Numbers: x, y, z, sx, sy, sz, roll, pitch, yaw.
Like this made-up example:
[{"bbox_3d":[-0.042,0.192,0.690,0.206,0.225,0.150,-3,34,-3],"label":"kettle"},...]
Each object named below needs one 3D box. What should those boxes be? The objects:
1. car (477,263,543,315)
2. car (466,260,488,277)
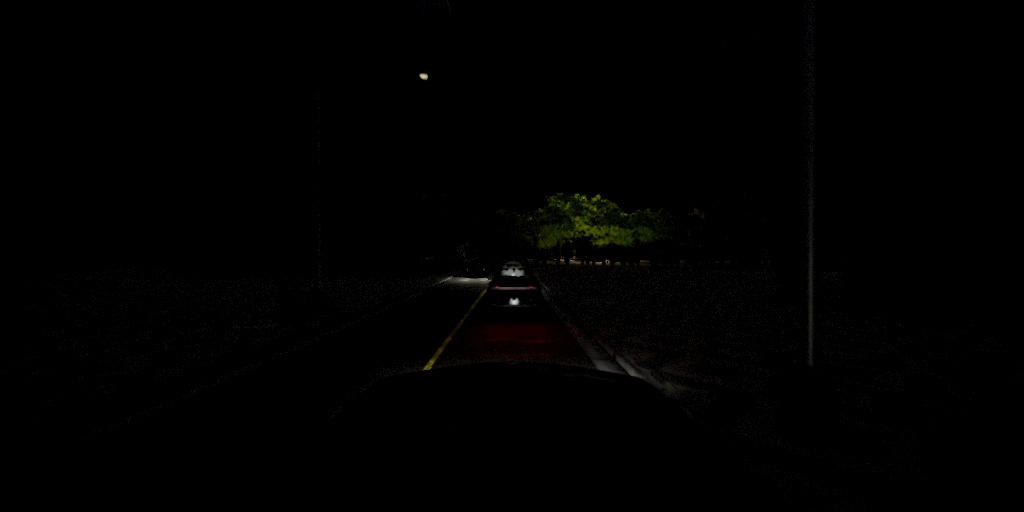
[{"bbox_3d":[0.080,1.195,13.366,2.128,1.511,4.902,0,0,0],"label":"car"},{"bbox_3d":[-3.104,1.105,33.109,1.882,1.535,5.008,0,0,0],"label":"car"}]
